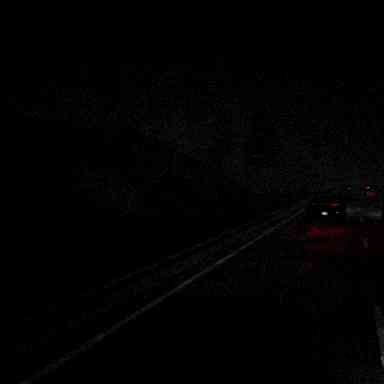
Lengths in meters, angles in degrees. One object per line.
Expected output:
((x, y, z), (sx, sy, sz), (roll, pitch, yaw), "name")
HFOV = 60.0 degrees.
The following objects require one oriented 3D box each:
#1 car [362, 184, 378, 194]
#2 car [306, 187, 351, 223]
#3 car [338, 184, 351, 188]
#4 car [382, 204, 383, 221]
((26.885, -0.489, 50.068), (1.837, 1.490, 4.892), (2, 3, 26), "car")
((7.422, 0.722, 18.095), (2.128, 1.511, 4.902), (2, 3, 26), "car")
((23.758, -0.575, 51.637), (2.033, 1.411, 5.357), (2, 3, 26), "car")
((10.165, 0.991, 15.757), (1.895, 1.301, 4.718), (2, 3, 26), "car")
